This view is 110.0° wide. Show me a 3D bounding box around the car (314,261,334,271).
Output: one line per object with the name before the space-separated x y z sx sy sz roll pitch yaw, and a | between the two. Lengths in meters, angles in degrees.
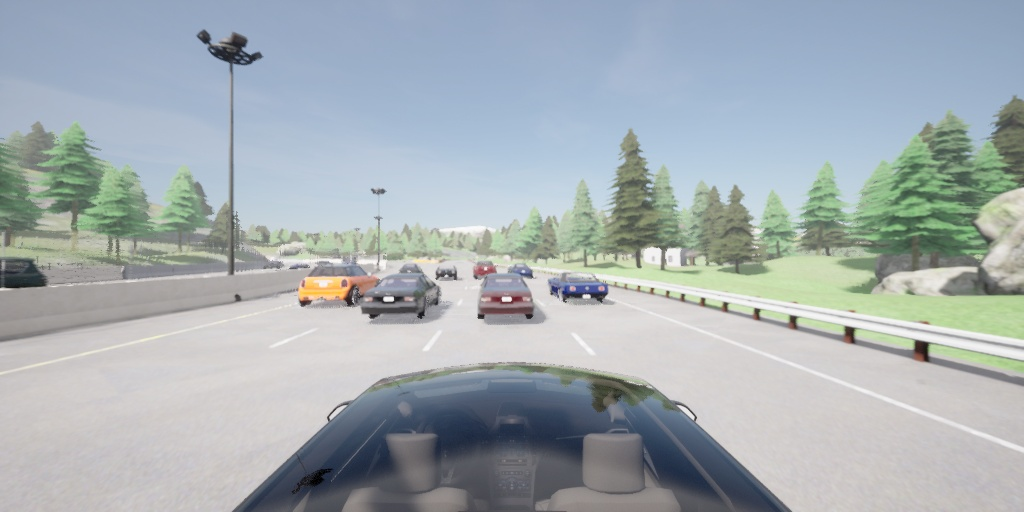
car | -29.160 1.464 55.783 1.837 1.490 4.892 0 -1 -17

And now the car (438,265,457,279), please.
car | -6.035 1.450 33.301 1.895 1.301 4.718 0 0 -9

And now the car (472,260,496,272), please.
car | -2.706 1.199 34.433 2.097 1.767 4.553 0 0 -9

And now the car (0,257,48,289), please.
car | -17.841 1.029 10.640 2.150 2.045 5.566 0 0 -3

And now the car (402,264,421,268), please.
car | -9.939 1.426 35.319 1.994 1.385 4.181 0 0 -10

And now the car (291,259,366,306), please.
car | -7.576 1.156 16.242 2.097 1.767 4.553 0 0 -4

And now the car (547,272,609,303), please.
car | 2.920 1.389 17.013 1.895 1.301 4.718 0 0 -4

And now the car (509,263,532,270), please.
car | 0.726 1.407 35.166 1.994 1.385 4.181 0 0 -9

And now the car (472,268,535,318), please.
car | -0.311 1.330 13.087 2.033 1.411 5.357 0 0 -4

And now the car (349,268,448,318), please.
car | -3.819 1.337 13.161 2.033 1.411 5.357 0 0 -4

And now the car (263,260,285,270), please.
car | -36.025 1.320 54.347 1.994 1.385 4.181 0 0 -17
